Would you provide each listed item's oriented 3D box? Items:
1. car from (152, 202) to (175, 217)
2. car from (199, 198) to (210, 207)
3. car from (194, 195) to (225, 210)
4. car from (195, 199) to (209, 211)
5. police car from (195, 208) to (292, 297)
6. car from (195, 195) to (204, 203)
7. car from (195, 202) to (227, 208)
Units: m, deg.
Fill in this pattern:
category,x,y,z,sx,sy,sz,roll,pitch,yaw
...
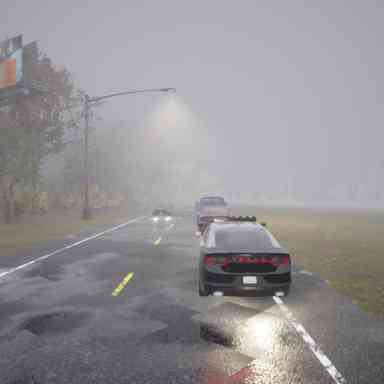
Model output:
category,x,y,z,sx,sy,sz,roll,pitch,yaw
car,-2.820,1.692,33.930,2.033,1.411,5.357,0,0,2
car,2.265,1.850,59.382,1.882,1.535,5.008,0,-1,4
car,1.465,1.304,24.630,2.150,2.045,5.566,0,0,2
car,1.442,1.780,46.570,1.812,1.442,4.674,0,-1,4
police car,1.108,1.438,8.766,1.930,1.638,5.238,0,0,1
car,2.201,1.978,94.095,2.150,2.045,5.566,0,-1,7
car,1.292,1.526,18.621,1.882,1.535,5.008,0,0,1
